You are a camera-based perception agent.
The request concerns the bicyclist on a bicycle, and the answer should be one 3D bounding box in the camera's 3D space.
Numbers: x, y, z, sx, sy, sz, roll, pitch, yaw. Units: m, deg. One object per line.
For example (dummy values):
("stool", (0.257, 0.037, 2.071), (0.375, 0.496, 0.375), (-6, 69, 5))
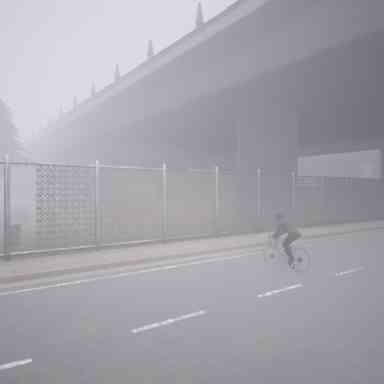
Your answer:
("bicyclist on a bicycle", (2.691, 1.455, 9.618), (0.582, 1.620, 1.656), (0, -2, -37))
